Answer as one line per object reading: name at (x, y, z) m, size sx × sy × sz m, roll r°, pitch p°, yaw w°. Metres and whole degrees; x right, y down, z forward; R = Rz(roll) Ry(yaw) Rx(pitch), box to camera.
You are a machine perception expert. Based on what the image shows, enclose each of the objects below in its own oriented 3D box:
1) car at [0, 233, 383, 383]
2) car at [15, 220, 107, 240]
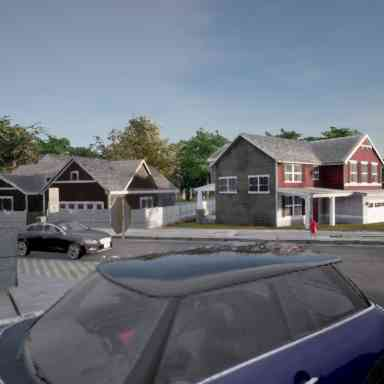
car at (-0.260, 1.350, 2.724) m, size 4.553 × 1.767 × 2.097 m, roll 0°, pitch 0°, yaw -35°
car at (-5.832, 2.030, 14.840) m, size 4.902 × 1.511 × 2.128 m, roll -2°, pitch 0°, yaw 22°
